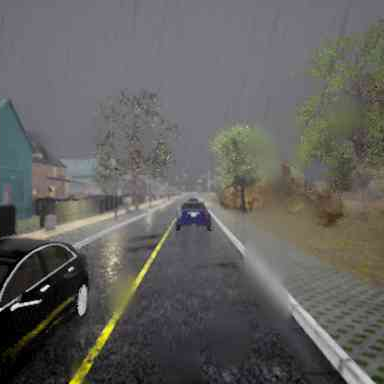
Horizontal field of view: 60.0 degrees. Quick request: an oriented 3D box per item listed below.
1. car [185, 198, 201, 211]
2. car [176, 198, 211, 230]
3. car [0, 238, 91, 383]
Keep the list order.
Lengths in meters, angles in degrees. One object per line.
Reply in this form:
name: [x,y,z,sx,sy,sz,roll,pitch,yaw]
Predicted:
car: [0.112,1.545,42.186,1.837,1.490,4.892,0,0,0]
car: [0.100,1.371,21.517,2.097,1.767,4.553,0,0,0]
car: [-2.843,1.506,4.534,1.837,1.490,4.892,0,1,0]
